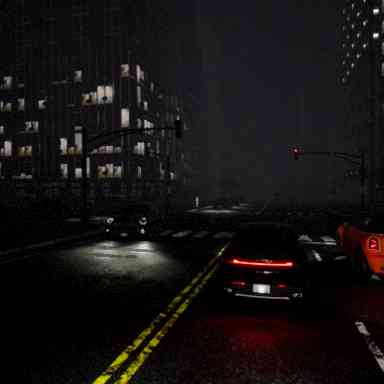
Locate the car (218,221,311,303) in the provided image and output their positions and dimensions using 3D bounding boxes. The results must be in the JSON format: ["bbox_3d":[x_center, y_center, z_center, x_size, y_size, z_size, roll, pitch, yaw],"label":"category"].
[{"bbox_3d":[1.862,1.501,8.362,1.837,1.490,4.892,0,0,14],"label":"car"}]

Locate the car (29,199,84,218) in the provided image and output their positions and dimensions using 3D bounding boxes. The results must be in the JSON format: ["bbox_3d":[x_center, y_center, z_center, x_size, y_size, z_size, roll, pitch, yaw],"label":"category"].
[{"bbox_3d":[-11.563,1.344,28.605,5.008,1.535,1.882,1,1,16],"label":"car"}]

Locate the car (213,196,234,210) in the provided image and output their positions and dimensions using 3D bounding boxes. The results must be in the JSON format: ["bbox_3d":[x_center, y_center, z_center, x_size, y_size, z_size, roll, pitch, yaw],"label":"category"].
[{"bbox_3d":[3.943,1.501,42.880,1.812,1.442,4.674,0,0,14],"label":"car"}]

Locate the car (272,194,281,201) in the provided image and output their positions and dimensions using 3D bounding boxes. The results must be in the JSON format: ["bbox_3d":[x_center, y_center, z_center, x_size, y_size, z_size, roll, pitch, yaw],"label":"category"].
[{"bbox_3d":[20.398,1.235,80.329,1.882,1.535,5.008,0,0,14],"label":"car"}]

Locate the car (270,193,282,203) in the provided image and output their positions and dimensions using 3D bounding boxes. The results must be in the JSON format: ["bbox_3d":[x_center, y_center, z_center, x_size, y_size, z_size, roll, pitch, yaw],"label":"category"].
[{"bbox_3d":[17.808,1.157,70.269,2.150,2.045,5.566,0,0,14],"label":"car"}]

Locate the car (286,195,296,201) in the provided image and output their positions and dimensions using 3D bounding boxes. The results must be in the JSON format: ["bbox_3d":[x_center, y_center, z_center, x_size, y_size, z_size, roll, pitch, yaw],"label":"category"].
[{"bbox_3d":[23.546,1.465,79.517,2.033,1.411,5.357,0,0,14],"label":"car"}]

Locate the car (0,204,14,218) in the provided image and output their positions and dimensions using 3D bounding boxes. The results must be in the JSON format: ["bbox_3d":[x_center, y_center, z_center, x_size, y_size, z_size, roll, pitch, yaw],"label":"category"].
[{"bbox_3d":[-16.744,1.434,27.237,4.313,1.339,1.947,1,1,16],"label":"car"}]

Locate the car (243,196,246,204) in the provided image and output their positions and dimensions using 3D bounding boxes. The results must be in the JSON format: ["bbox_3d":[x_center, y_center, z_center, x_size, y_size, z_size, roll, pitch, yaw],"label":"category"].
[{"bbox_3d":[9.122,1.479,62.832,1.812,1.442,4.674,0,0,15],"label":"car"}]

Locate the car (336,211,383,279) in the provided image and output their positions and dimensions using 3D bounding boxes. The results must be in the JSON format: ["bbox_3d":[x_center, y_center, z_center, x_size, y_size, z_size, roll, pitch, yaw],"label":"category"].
[{"bbox_3d":[5.734,1.347,9.962,2.097,1.767,4.553,0,0,15],"label":"car"}]

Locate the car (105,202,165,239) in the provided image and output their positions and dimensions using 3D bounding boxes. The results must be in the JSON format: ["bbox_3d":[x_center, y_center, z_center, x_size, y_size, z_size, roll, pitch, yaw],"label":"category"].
[{"bbox_3d":[-2.804,1.350,17.255,2.097,1.767,4.553,0,0,7],"label":"car"}]

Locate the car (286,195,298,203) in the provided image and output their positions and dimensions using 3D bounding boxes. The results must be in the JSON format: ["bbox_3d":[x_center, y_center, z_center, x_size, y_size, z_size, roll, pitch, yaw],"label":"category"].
[{"bbox_3d":[20.976,1.463,69.517,2.128,1.511,4.902,0,0,14],"label":"car"}]

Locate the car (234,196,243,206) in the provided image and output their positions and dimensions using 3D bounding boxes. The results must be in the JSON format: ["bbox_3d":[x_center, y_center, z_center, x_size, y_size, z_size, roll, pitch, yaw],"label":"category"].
[{"bbox_3d":[6.508,1.470,52.843,1.837,1.490,4.892,0,0,14],"label":"car"}]
